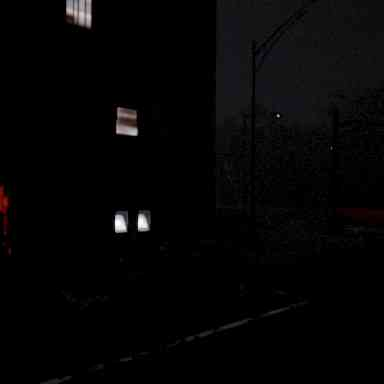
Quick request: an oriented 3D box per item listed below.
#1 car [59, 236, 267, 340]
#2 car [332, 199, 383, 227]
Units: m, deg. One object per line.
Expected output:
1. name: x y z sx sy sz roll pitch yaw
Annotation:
1. car: -0.329 1.569 6.465 4.206 1.307 1.802 0 1 -35
2. car: 10.639 1.193 19.293 2.097 1.767 4.553 1 -1 -34
